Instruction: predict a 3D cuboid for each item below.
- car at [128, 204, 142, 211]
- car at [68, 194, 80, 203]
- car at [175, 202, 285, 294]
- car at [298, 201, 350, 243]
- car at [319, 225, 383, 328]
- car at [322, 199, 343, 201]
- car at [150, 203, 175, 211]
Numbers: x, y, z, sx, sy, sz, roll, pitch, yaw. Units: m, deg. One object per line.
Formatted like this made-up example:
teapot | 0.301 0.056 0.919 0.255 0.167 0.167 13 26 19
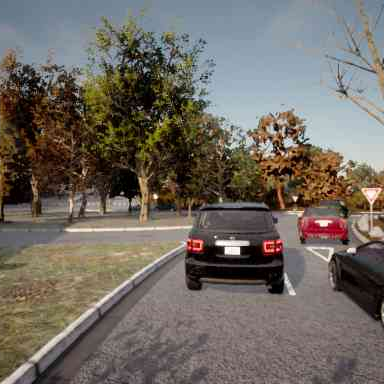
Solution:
car | -8.912 2.784 60.697 5.357 1.411 2.033 0 -1 1
car | -31.236 2.001 86.943 1.946 1.575 5.366 0 2 -11
car | 1.211 1.269 9.167 2.150 2.045 5.566 0 -1 9
car | 6.484 1.491 16.775 2.097 1.767 4.553 0 -1 17
car | 4.089 1.581 6.339 1.994 1.385 4.181 0 0 7
car | 14.191 1.758 33.128 2.150 2.045 5.566 -1 -2 32
car | -4.188 2.647 56.938 4.892 1.490 1.837 -1 -2 26
